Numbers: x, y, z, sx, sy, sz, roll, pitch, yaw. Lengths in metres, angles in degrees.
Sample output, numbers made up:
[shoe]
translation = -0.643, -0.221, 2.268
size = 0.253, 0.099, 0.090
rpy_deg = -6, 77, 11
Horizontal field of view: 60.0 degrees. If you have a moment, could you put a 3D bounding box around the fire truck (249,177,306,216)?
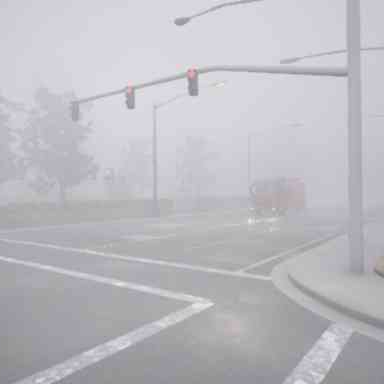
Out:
[fire truck]
translation = 9.151, 0.434, 34.774
size = 2.891, 3.827, 8.468
rpy_deg = -1, 0, 37
